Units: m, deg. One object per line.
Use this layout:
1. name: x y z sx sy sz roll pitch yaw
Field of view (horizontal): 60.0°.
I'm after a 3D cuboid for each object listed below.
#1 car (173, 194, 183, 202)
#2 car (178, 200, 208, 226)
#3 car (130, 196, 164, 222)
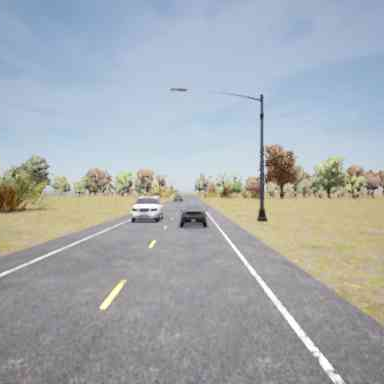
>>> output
1. car: -3.505 1.552 84.990 2.150 2.045 5.566 0 0 0
2. car: 0.098 1.602 24.176 1.837 1.490 4.892 0 0 0
3. car: -3.600 1.331 27.538 2.150 2.045 5.566 0 0 0
